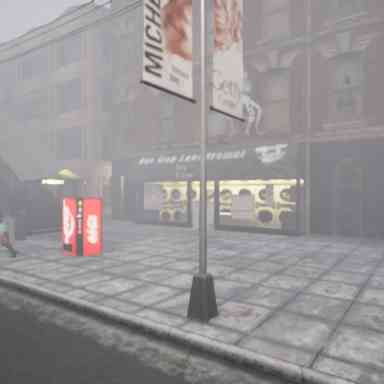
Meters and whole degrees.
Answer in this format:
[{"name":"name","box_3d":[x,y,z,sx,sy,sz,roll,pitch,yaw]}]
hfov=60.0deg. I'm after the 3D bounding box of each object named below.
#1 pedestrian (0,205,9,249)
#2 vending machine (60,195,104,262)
[{"name":"pedestrian","box_3d":[-5.917,1.117,10.088,0.375,1.860,0.375,0,0,36]},{"name":"vending machine","box_3d":[-3.739,1.173,11.323,0.880,2.100,1.100,0,0,36]}]
